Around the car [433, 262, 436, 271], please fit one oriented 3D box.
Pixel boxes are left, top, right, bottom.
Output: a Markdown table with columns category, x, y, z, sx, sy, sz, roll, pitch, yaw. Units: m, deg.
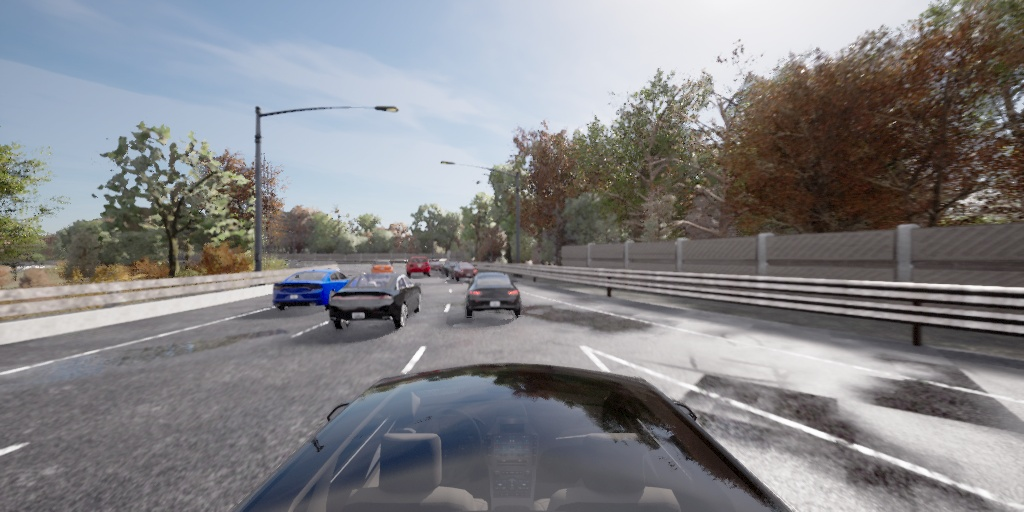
| category | x | y | z | sx | sy | sz | roll | pitch | yaw |
| --- | --- | --- | --- | --- | --- | --- | --- | --- | --- |
| car | -10.603 | 1.460 | 48.400 | 1.812 | 1.442 | 4.674 | 0 | 0 | -24 |

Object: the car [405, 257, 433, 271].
| category | x | y | z | sx | sy | sz | roll | pitch | yaw |
| --- | --- | --- | --- | --- | --- | --- | --- | --- | --- |
| car | -10.089 | 1.123 | 38.260 | 2.150 | 2.045 | 5.566 | 0 | 0 | -20 |

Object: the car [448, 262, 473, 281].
| category | x | y | z | sx | sy | sz | roll | pitch | yaw |
| --- | --- | --- | --- | --- | --- | --- | --- | --- | --- |
| car | -4.148 | 1.384 | 31.024 | 1.812 | 1.442 | 4.674 | 0 | -1 | -17 |

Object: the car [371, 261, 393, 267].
| category | x | y | z | sx | sy | sz | roll | pitch | yaw |
| --- | --- | --- | --- | --- | --- | --- | --- | --- | --- |
| car | -13.803 | 1.266 | 38.115 | 2.097 | 1.767 | 4.553 | 0 | 0 | -20 |

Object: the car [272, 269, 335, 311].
| category | x | y | z | sx | sy | sz | roll | pitch | yaw |
| --- | --- | --- | --- | --- | --- | --- | --- | --- | --- |
| car | -8.005 | 1.300 | 15.099 | 1.882 | 1.535 | 5.008 | 0 | 0 | -7 |

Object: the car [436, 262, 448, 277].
| category | x | y | z | sx | sy | sz | roll | pitch | yaw |
| --- | --- | --- | --- | --- | --- | --- | --- | --- | --- |
| car | -6.388 | 1.376 | 38.137 | 2.128 | 1.511 | 4.902 | 0 | -1 | -19 |

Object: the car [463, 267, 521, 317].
| category | x | y | z | sx | sy | sz | roll | pitch | yaw |
| --- | --- | --- | --- | --- | --- | --- | --- | --- | --- |
| car | -0.746 | 1.316 | 13.285 | 1.812 | 1.442 | 4.674 | 0 | 0 | -6 |

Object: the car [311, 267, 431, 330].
| category | x | y | z | sx | sy | sz | roll | pitch | yaw |
| --- | --- | --- | --- | --- | --- | --- | --- | --- | --- |
| car | -4.076 | 1.288 | 11.406 | 2.128 | 1.511 | 4.902 | 0 | 0 | -5 |
